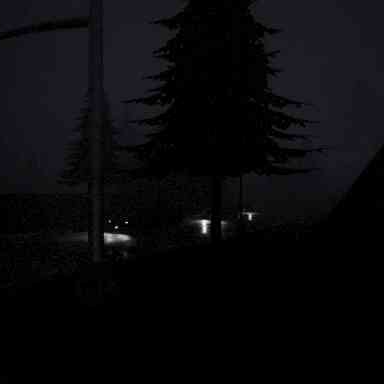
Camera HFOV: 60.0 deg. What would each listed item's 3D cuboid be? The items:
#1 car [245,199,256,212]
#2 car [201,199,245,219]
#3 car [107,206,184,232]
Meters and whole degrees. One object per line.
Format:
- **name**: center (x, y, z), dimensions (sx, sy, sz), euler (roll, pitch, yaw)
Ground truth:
- **car**: center (6.459, 1.547, 38.985), dimensions (2.033, 1.411, 5.357), euler (0, 0, 16)
- **car**: center (2.691, 1.547, 29.248), dimensions (2.033, 1.411, 5.357), euler (0, 0, 26)
- **car**: center (-2.629, 1.547, 20.380), dimensions (2.033, 1.411, 5.357), euler (0, 0, 35)
